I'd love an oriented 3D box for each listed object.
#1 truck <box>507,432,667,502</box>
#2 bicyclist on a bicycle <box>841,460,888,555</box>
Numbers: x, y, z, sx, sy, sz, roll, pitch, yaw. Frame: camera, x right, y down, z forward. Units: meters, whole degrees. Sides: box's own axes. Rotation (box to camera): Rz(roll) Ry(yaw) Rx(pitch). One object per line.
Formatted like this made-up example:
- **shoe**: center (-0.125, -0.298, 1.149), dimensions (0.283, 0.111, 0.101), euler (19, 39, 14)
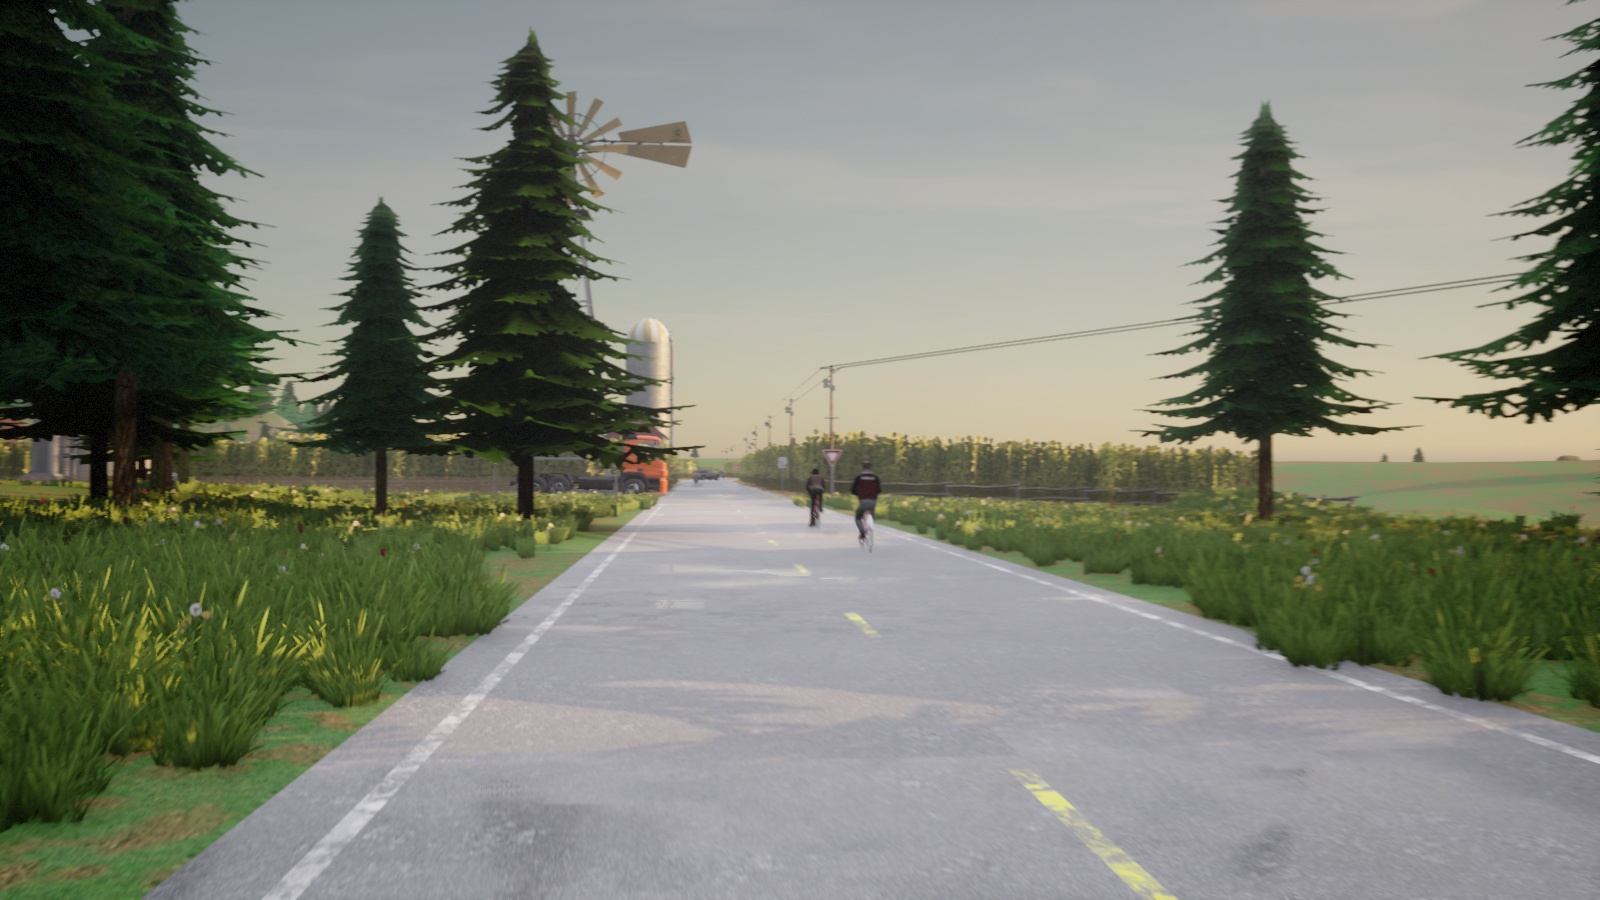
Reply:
- **truck**: center (-11.022, 0.909, 65.282), dimensions (7.936, 3.462, 2.891), euler (1, -1, -9)
- **bicyclist on a bicycle**: center (1.236, 1.089, 24.524), dimensions (0.659, 1.776, 1.843), euler (0, -1, -5)
